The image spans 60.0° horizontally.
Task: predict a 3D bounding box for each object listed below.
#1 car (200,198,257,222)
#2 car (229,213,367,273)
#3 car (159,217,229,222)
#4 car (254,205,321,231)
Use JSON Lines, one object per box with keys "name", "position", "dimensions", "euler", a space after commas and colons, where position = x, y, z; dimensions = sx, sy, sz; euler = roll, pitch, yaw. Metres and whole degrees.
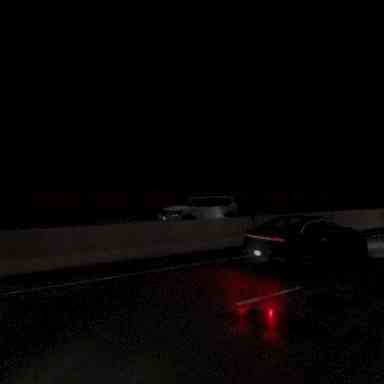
{"name": "car", "position": [3.093, 1.414, 27.837], "dimensions": [4.553, 1.767, 2.097], "euler": [0, 0, -36]}
{"name": "car", "position": [3.822, 1.518, 10.859], "dimensions": [4.902, 1.511, 2.128], "euler": [0, 0, -36]}
{"name": "car", "position": [0.570, 1.269, 21.694], "dimensions": [5.566, 2.045, 2.150], "euler": [0, 0, -36]}
{"name": "car", "position": [6.214, 1.615, 21.456], "dimensions": [4.181, 1.385, 1.994], "euler": [0, 0, -36]}
